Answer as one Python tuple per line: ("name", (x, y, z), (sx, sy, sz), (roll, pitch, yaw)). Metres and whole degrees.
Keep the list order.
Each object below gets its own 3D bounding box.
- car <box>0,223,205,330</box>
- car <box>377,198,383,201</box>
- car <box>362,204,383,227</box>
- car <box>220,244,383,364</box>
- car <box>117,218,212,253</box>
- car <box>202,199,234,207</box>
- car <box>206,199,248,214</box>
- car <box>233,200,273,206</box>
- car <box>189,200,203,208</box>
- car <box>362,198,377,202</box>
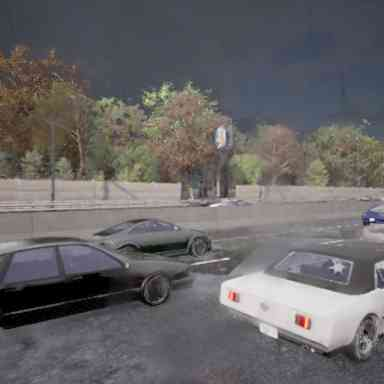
("car", (-2.546, 1.568, 6.268), (5.357, 1.411, 2.033), (0, 0, -36))
("car", (36.741, 1.465, 61.244), (4.553, 1.767, 2.097), (0, 0, -36))
("car", (13.044, 1.553, 22.042), (4.674, 1.442, 1.812), (0, 0, -36))
("car", (2.844, 1.610, 5.879), (4.718, 1.301, 1.895), (0, 0, -36))
("car", (-1.331, 1.594, 11.499), (4.181, 1.385, 1.994), (0, 0, -36))
("car", (3.979, 1.618, 32.999), (5.357, 1.411, 2.033), (0, 0, -36))
("car", (4.022, 1.607, 37.374), (4.674, 1.442, 1.812), (0, 0, -36))
("car", (6.205, 1.624, 30.288), (4.181, 1.385, 1.994), (0, 0, -36))
("car", (1.966, 1.569, 40.196), (5.008, 1.535, 1.882), (0, 0, -36))
("car", (34.623, 1.715, 64.029), (4.718, 1.301, 1.895), (0, 0, -36))
